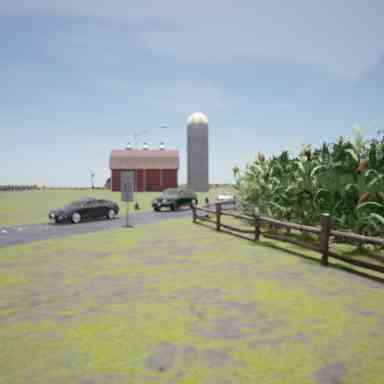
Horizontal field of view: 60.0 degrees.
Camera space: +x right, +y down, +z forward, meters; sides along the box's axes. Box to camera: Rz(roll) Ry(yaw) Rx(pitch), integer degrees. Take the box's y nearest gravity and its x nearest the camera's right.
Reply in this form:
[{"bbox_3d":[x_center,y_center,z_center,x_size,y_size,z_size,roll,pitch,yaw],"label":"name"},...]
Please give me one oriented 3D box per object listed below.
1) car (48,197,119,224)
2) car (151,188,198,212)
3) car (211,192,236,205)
[{"bbox_3d":[-6.878,1.129,21.539,1.837,1.490,4.892,0,1,32],"label":"car"},{"bbox_3d":[-1.477,0.656,30.690,2.150,2.045,5.566,0,1,29],"label":"car"},{"bbox_3d":[3.979,0.741,41.297,1.812,1.442,4.674,0,1,26],"label":"car"}]
